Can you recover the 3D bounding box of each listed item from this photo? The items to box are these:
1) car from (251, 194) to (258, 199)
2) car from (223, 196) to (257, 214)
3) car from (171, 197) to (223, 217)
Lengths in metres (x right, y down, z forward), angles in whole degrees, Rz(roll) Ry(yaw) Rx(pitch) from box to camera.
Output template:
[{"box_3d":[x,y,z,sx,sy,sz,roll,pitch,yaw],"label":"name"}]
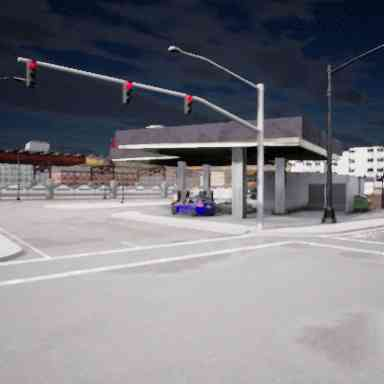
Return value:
[{"box_3d":[18.784,1.129,90.552,5.566,2.045,2.150,0,0,4],"label":"car"},{"box_3d":[4.213,1.421,33.575,1.970,1.475,3.806,0,0,-37],"label":"car"},{"box_3d":[0.107,1.265,29.485,2.242,1.667,4.611,0,0,-37],"label":"car"}]
